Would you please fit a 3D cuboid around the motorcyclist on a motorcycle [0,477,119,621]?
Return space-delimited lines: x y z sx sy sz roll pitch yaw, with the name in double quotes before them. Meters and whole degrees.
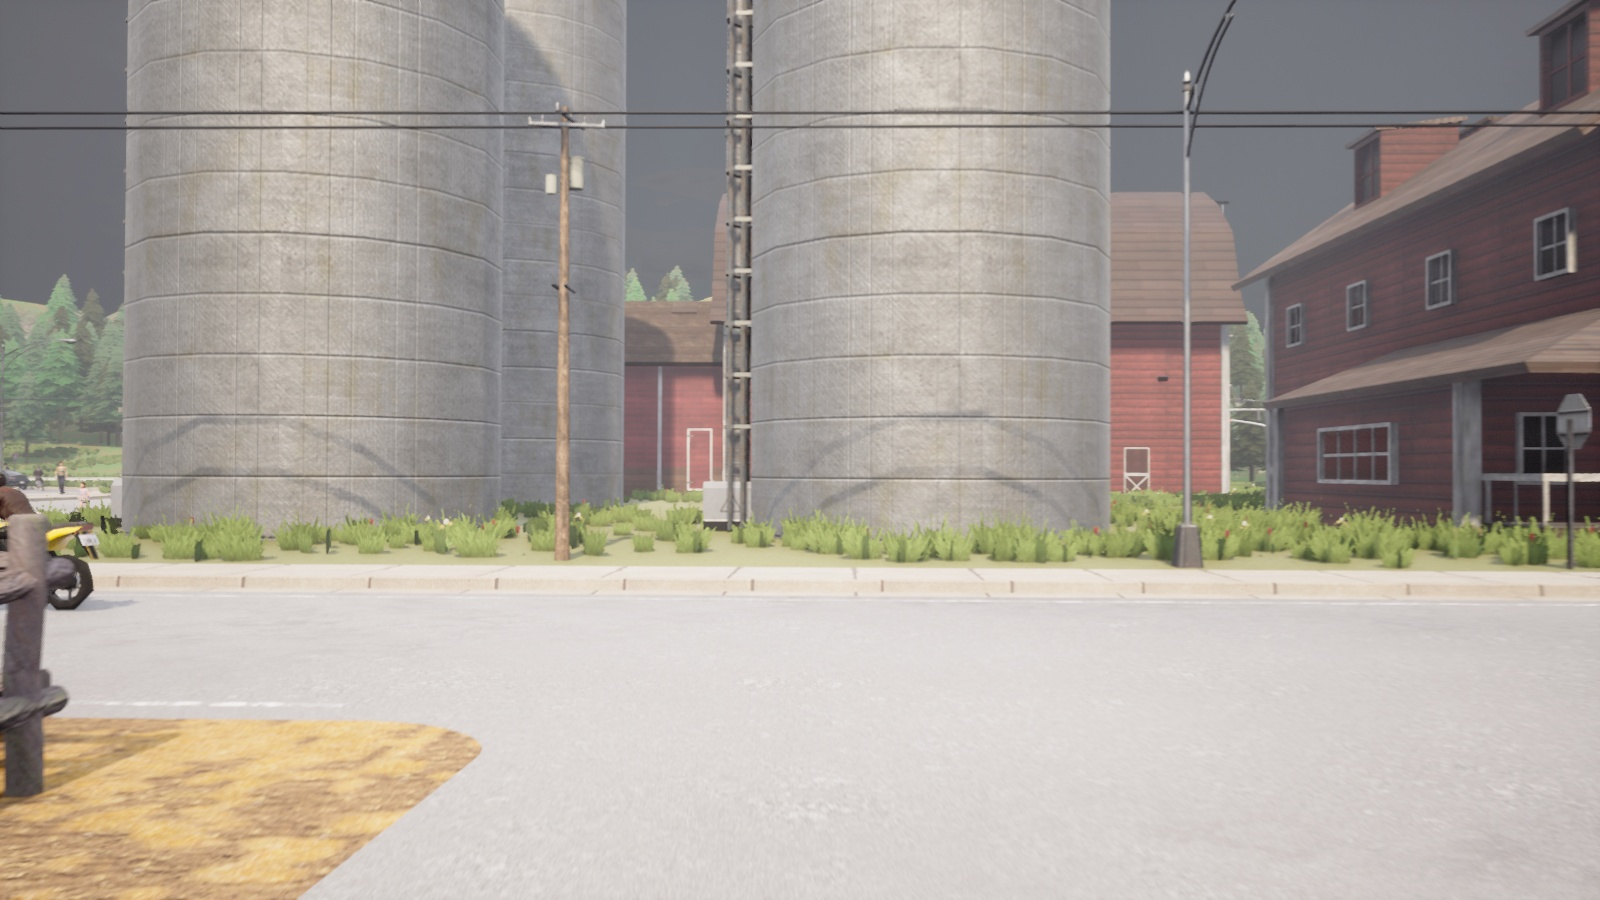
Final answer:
"motorcyclist on a motorcycle" -8.684 1.064 13.748 2.044 1.523 0.797 0 -1 3

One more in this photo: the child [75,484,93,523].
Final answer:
"child" -20.812 1.550 36.510 0.255 1.110 0.394 0 -1 5

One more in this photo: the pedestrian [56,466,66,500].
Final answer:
"pedestrian" -39.535 1.768 67.199 0.345 1.836 0.594 0 -1 -21
